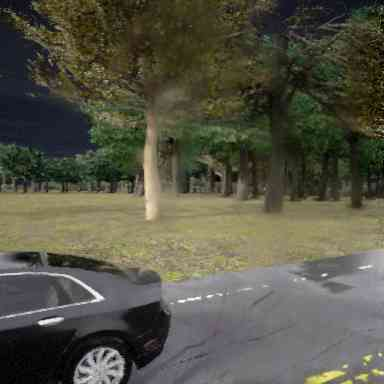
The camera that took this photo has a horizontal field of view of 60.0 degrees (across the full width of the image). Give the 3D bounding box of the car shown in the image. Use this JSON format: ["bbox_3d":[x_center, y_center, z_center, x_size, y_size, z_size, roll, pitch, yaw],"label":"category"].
[{"bbox_3d":[-2.615,1.493,3.605,4.892,1.490,1.837,0,0,-29],"label":"car"}]
